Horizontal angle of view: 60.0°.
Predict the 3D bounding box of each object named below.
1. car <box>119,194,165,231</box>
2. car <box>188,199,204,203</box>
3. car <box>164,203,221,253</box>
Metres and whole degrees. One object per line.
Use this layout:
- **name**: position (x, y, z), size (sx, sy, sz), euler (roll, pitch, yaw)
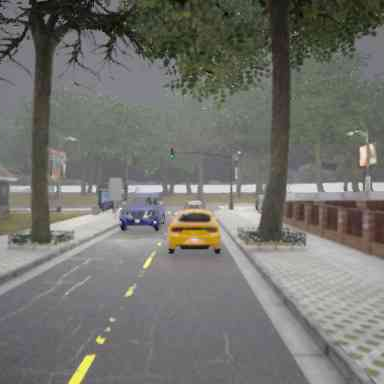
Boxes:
- **car**: position (-2.840, 1.135, 20.105), size (2.150, 2.045, 5.566), euler (0, 0, 0)
- **car**: position (0.317, 1.377, 29.722), size (1.812, 1.442, 4.674), euler (0, 0, 4)
- **car**: position (0.088, 1.427, 13.549), size (1.882, 1.535, 5.008), euler (0, 0, 0)
